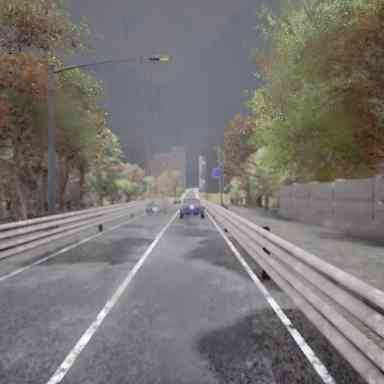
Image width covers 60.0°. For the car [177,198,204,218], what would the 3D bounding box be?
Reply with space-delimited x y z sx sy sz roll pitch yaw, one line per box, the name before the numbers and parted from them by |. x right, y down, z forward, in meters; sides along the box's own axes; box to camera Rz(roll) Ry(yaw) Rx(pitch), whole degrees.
car | 0.017 1.355 29.622 2.097 1.767 4.553 0 0 0

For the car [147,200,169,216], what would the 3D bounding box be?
car | -3.343 1.515 33.159 2.128 1.511 4.902 0 0 0

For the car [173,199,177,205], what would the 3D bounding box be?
car | -3.244 2.171 74.594 1.895 1.301 4.718 0 -1 0

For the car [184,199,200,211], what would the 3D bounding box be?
car | 0.054 1.684 43.850 1.994 1.385 4.181 0 -1 0
